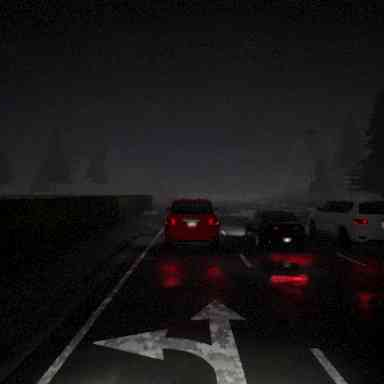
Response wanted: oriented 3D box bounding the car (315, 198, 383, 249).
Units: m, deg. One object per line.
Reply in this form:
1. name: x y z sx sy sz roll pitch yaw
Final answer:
1. car: 7.000 1.255 14.680 2.150 2.045 5.566 0 0 0

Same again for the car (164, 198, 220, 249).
1. car: 0.000 1.255 14.680 2.150 2.045 5.566 0 0 0

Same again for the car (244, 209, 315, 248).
1. car: 3.500 1.514 14.650 1.837 1.490 4.892 0 0 0
